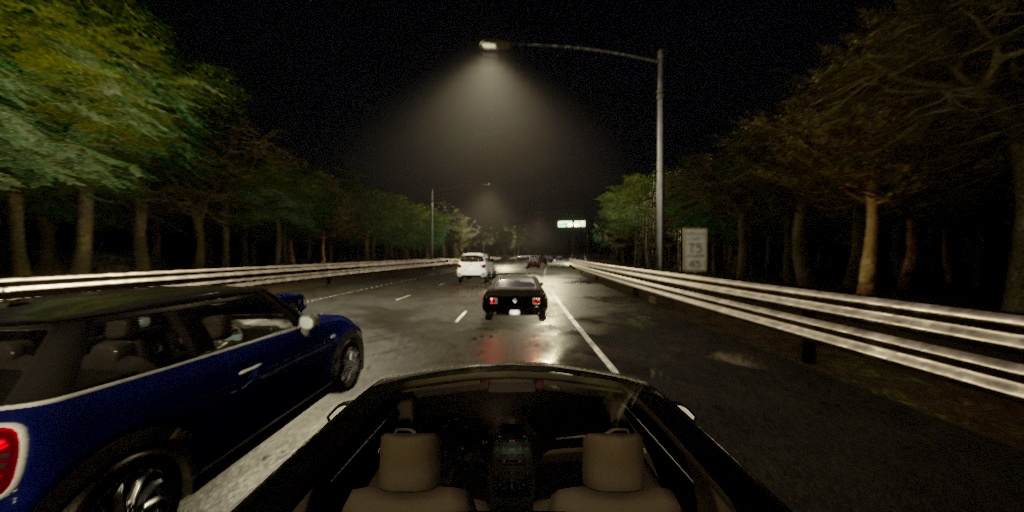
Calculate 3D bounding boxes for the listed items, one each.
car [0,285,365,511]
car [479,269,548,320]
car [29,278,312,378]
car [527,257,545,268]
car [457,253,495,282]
[{"bbox_3d":[-3.362,1.082,3.802,2.097,1.767,4.553,0,0,0],"label":"car"},{"bbox_3d":[0.149,1.292,12.354,1.895,1.301,4.718,0,0,2],"label":"car"},{"bbox_3d":[-6.826,1.297,8.144,1.895,1.301,4.718,0,0,1],"label":"car"},{"bbox_3d":[3.281,1.020,52.471,2.033,1.411,5.357,0,0,7],"label":"car"},{"bbox_3d":[-2.581,0.826,26.753,2.150,2.045,5.566,0,0,4],"label":"car"}]
